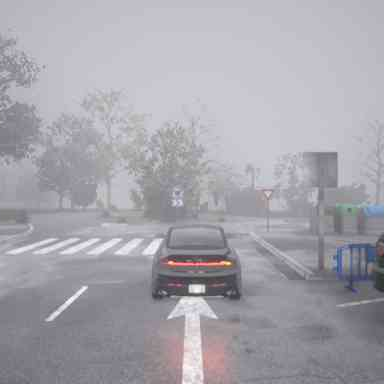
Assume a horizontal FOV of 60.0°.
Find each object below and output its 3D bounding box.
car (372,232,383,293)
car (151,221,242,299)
[{"bbox_3d":[6.023,1.234,6.162,5.566,2.045,2.435,1,0,-20],"label":"car"},{"bbox_3d":[0.093,1.502,8.429,1.837,1.490,4.892,0,0,0],"label":"car"}]
